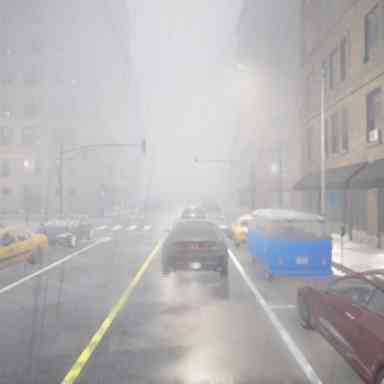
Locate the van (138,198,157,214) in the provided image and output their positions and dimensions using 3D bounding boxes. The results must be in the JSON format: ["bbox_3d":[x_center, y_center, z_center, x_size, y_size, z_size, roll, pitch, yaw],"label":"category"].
[{"bbox_3d":[-5.877,1.809,42.731,1.690,1.788,3.998,0,-1,0],"label":"van"}]

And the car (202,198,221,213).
[{"bbox_3d":[2.648,1.908,42.751,1.967,1.590,4.097,0,-1,0],"label":"car"}]

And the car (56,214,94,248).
[{"bbox_3d":[-5.864,1.725,15.534,2.008,1.369,4.403,0,-1,0],"label":"car"}]

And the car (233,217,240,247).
[{"bbox_3d":[2.661,1.701,15.727,1.752,1.417,4.829,0,-1,0],"label":"car"}]

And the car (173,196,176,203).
[{"bbox_3d":[-5.899,2.464,87.416,1.947,1.339,4.313,0,-1,0],"label":"car"}]

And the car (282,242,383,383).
[{"bbox_3d":[2.667,1.632,4.217,1.802,1.307,4.206,0,-1,0],"label":"car"}]

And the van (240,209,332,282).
[{"bbox_3d":[2.664,1.454,9.890,1.690,1.788,3.998,0,-1,0],"label":"van"}]

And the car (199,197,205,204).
[{"bbox_3d":[2.643,1.900,53.922,2.192,1.841,5.009,0,-1,0],"label":"car"}]

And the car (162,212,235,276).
[{"bbox_3d":[0.087,1.627,10.775,1.837,1.490,4.892,0,-1,0],"label":"car"}]

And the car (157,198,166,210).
[{"bbox_3d":[-5.883,1.900,53.903,2.192,1.841,5.009,0,-1,0],"label":"car"}]

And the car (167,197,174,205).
[{"bbox_3d":[-5.893,2.344,76.244,1.887,1.381,4.507,0,-1,0],"label":"car"}]

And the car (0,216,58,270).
[{"bbox_3d":[-5.861,1.636,9.698,1.752,1.417,4.829,0,-1,0],"label":"car"}]

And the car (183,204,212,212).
[{"bbox_3d":[0.073,1.804,23.122,2.033,1.411,5.357,0,-1,0],"label":"car"}]
